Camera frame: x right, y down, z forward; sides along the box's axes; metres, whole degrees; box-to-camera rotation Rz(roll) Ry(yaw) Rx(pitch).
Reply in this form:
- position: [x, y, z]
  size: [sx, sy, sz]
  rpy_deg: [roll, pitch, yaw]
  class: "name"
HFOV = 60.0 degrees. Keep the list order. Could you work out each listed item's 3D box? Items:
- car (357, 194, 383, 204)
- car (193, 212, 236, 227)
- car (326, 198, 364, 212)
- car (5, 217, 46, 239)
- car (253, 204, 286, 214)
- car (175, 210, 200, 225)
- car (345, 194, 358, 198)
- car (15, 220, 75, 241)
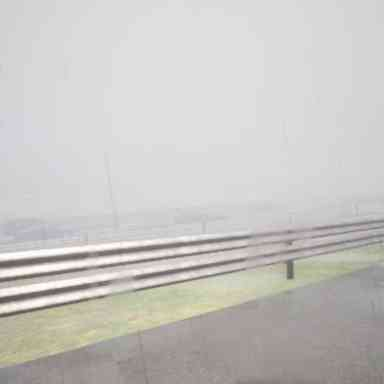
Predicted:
- position: [29.885, 1.266, 53.750]
  size: [5.357, 1.411, 2.033]
  rpy_deg: [-3, 2, -26]
  class: "car"
- position: [2.781, 3.079, 36.516]
  size: [4.181, 1.385, 1.994]
  rpy_deg: [-4, 2, -26]
  class: "car"
- position: [20.710, 1.995, 45.336]
  size: [4.718, 1.301, 1.895]
  rpy_deg: [-4, 2, -26]
  class: "car"
- position: [-16.410, 3.651, 34.875]
  size: [5.566, 2.045, 2.150]
  rpy_deg: [-4, 2, -26]
  class: "car"
- position: [11.351, 2.361, 48.533]
  size: [4.718, 1.301, 1.895]
  rpy_deg: [-4, 2, -26]
  class: "car"
- position: [0.299, 2.911, 39.195]
  size: [4.553, 1.767, 2.097]
  rpy_deg: [-4, 2, -26]
  class: "car"
- position: [28.298, 1.060, 56.869]
  size: [4.553, 1.767, 2.097]
  rpy_deg: [-3, 2, -26]
  class: "car"
- position: [-13.975, 3.894, 32.173]
  size: [5.008, 1.535, 1.882]
  rpy_deg: [-4, 2, -26]
  class: "car"
